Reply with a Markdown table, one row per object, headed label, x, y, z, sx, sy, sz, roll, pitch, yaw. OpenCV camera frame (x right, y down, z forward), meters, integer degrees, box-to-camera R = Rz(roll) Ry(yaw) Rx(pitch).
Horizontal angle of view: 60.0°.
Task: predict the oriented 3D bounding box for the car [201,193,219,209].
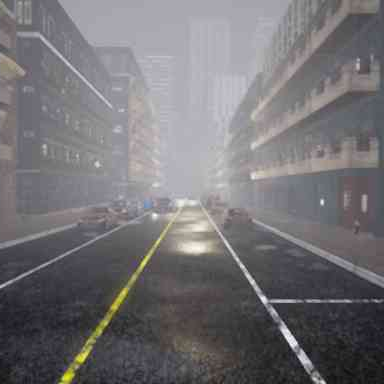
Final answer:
| label | x | y | z | sx | sy | sz | roll | pitch | yaw |
| --- | --- | --- | --- | --- | --- | --- | --- | --- | --- |
| car | 2.649 | 1.233 | 42.870 | 2.192 | 1.841 | 5.009 | -1 | 0 | 0 |

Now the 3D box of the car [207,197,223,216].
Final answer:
| label | x | y | z | sx | sy | sz | roll | pitch | yaw |
| --- | --- | --- | --- | --- | --- | --- | --- | --- | --- |
| car | 2.659 | 1.464 | 31.837 | 1.752 | 1.417 | 4.829 | -1 | 0 | 0 |

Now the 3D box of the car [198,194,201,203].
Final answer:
| label | x | y | z | sx | sy | sz | roll | pitch | yaw |
| --- | --- | --- | --- | --- | --- | --- | --- | --- | --- |
| car | 2.641 | 1.212 | 54.074 | 2.192 | 1.841 | 5.009 | -1 | 0 | 0 |

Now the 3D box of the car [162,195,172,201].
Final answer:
| label | x | y | z | sx | sy | sz | roll | pitch | yaw |
| --- | --- | --- | --- | --- | --- | --- | --- | --- | --- |
| car | -5.752 | 1.441 | 76.506 | 1.802 | 1.307 | 4.206 | -1 | 0 | 0 |

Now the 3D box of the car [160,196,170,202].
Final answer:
| label | x | y | z | sx | sy | sz | roll | pitch | yaw |
| --- | --- | --- | --- | --- | --- | --- | --- | --- | --- |
| car | -5.748 | 1.451 | 70.904 | 1.802 | 1.307 | 4.206 | -1 | 0 | 0 |

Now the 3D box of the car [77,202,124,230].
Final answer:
| label | x | y | z | sx | sy | sz | roll | pitch | yaw |
| --- | --- | --- | --- | --- | --- | --- | --- | --- | --- |
| car | -5.679 | 1.544 | 20.486 | 1.802 | 1.307 | 4.206 | -1 | 0 | 0 |

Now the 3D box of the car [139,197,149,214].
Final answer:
| label | x | y | z | sx | sy | sz | roll | pitch | yaw |
| --- | --- | --- | --- | --- | --- | --- | --- | --- | --- |
| car | -5.688 | 1.492 | 31.689 | 2.008 | 1.369 | 4.403 | -1 | 0 | 0 |

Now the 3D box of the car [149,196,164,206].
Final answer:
| label | x | y | z | sx | sy | sz | roll | pitch | yaw |
| --- | --- | --- | --- | --- | --- | --- | --- | --- | --- |
| car | -5.744 | 1.450 | 54.098 | 2.008 | 1.369 | 4.403 | -1 | 0 | 0 |

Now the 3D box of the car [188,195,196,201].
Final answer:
| label | x | y | z | sx | sy | sz | roll | pitch | yaw |
| --- | --- | --- | --- | --- | --- | --- | --- | --- | --- |
| car | -0.052 | 1.385 | 76.738 | 2.033 | 1.411 | 5.357 | 0 | 0 | 0 |

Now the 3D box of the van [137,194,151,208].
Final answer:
| label | x | y | z | sx | sy | sz | roll | pitch | yaw |
| --- | --- | --- | --- | --- | --- | --- | --- | --- | --- |
| van | -5.694 | 1.271 | 37.291 | 1.690 | 1.788 | 3.998 | -1 | 0 | 0 |

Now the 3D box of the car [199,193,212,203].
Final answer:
| label | x | y | z | sx | sy | sz | roll | pitch | yaw |
| --- | --- | --- | --- | --- | --- | --- | --- | --- | --- |
| car | 2.633 | 1.191 | 65.279 | 2.192 | 1.841 | 5.009 | -1 | 0 | 0 |

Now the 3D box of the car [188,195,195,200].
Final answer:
| label | x | y | z | sx | sy | sz | roll | pitch | yaw |
| --- | --- | --- | --- | --- | --- | --- | --- | --- | --- |
| car | -0.059 | 1.334 | 87.135 | 1.895 | 1.301 | 4.718 | 0 | 0 | 0 |

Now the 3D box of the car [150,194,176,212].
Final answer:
| label | x | y | z | sx | sy | sz | roll | pitch | yaw |
| --- | --- | --- | --- | --- | --- | --- | --- | --- | --- |
| car | -3.024 | 1.324 | 36.590 | 2.097 | 1.767 | 4.553 | 0 | 0 | 0 |

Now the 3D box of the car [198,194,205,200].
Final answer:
| label | x | y | z | sx | sy | sz | roll | pitch | yaw |
| --- | --- | --- | --- | --- | --- | --- | --- | --- | --- |
| car | 2.616 | 1.351 | 93.459 | 1.752 | 1.417 | 4.829 | -1 | 0 | 0 |

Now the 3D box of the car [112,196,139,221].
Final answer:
| label | x | y | z | sx | sy | sz | roll | pitch | yaw |
| --- | --- | --- | --- | --- | --- | --- | --- | --- | --- |
| car | -5.685 | 1.392 | 26.087 | 1.967 | 1.590 | 4.097 | -1 | 0 | 0 |

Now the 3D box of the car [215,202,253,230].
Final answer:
| label | x | y | z | sx | sy | sz | roll | pitch | yaw |
| --- | --- | --- | --- | --- | --- | --- | --- | --- | --- |
| car | 2.668 | 1.542 | 20.463 | 1.802 | 1.307 | 4.206 | -1 | 0 | 0 |

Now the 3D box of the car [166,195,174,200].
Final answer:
| label | x | y | z | sx | sy | sz | roll | pitch | yaw |
| --- | --- | --- | --- | --- | --- | --- | --- | --- | --- |
| car | -5.760 | 1.389 | 87.710 | 2.008 | 1.369 | 4.403 | -1 | 0 | 0 |

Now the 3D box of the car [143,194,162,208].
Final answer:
| label | x | y | z | sx | sy | sz | roll | pitch | yaw |
| --- | --- | --- | --- | --- | --- | --- | --- | --- | --- |
| car | -5.726 | 1.225 | 48.495 | 2.192 | 1.841 | 5.009 | -1 | 0 | 0 |
